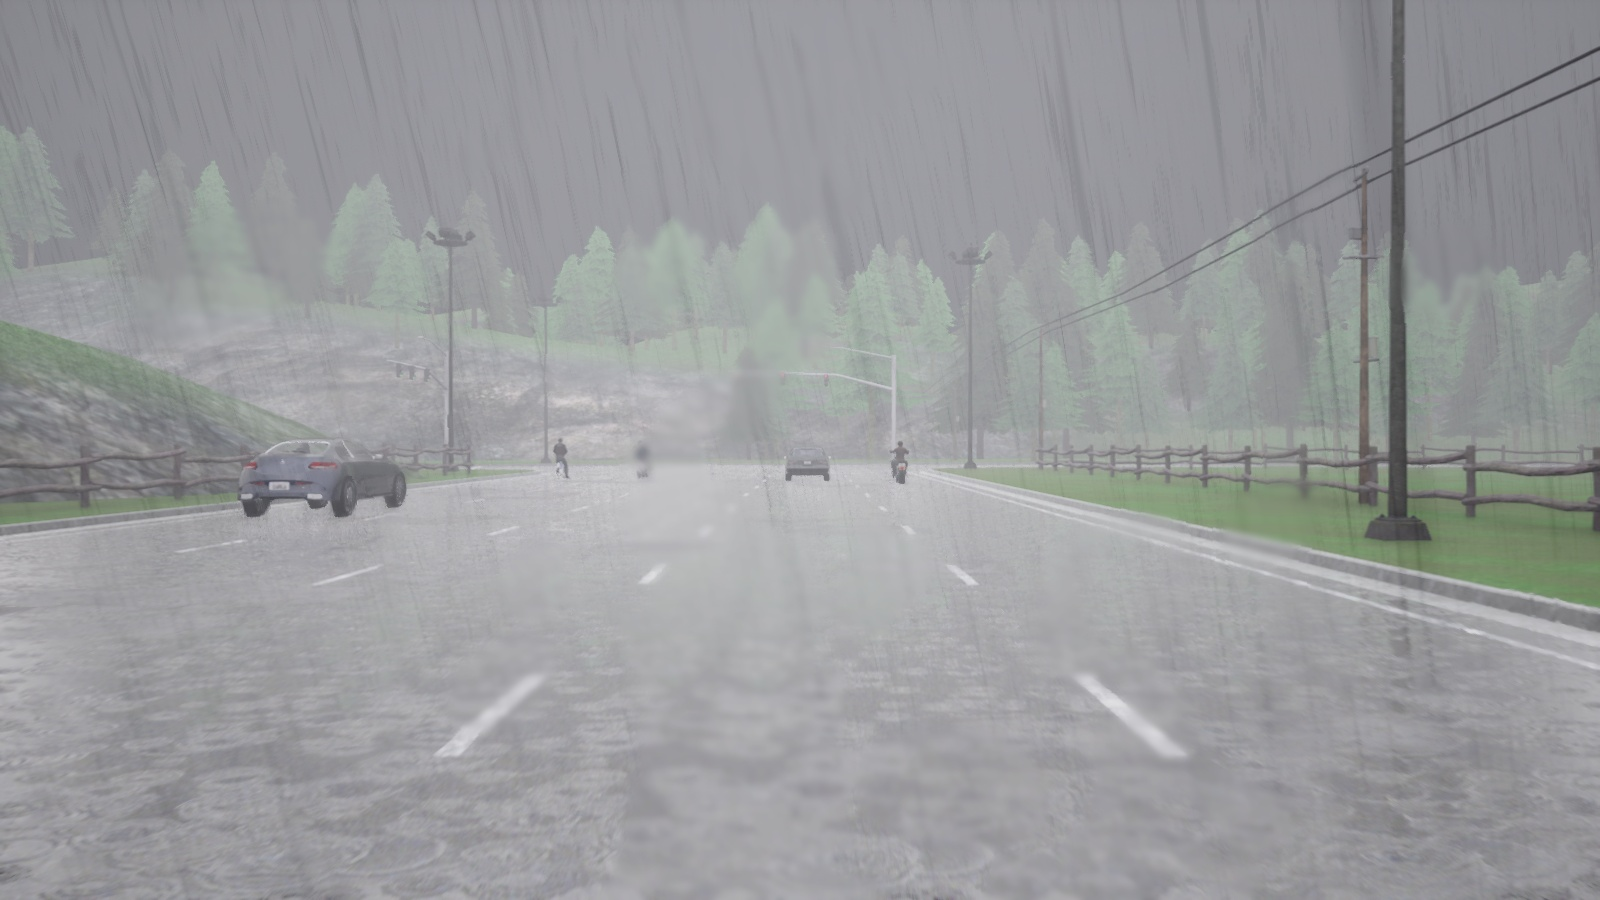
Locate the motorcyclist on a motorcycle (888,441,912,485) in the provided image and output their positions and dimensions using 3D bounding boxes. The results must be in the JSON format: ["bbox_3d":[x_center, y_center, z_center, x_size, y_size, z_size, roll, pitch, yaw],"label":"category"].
[{"bbox_3d":[3.785,0.479,47.690,0.766,1.649,2.350,0,0,0],"label":"motorcyclist on a motorcycle"}]

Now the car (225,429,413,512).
[{"bbox_3d":[-10.329,0.389,27.467,2.152,1.651,5.027,0,0,0],"label":"car"}]

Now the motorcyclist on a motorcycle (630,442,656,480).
[{"bbox_3d":[-6.683,0.447,53.377,0.866,1.590,1.817,0,0,0],"label":"motorcyclist on a motorcycle"}]

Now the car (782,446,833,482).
[{"bbox_3d":[0.311,0.552,52.182,2.033,1.411,5.357,0,0,0],"label":"car"}]
